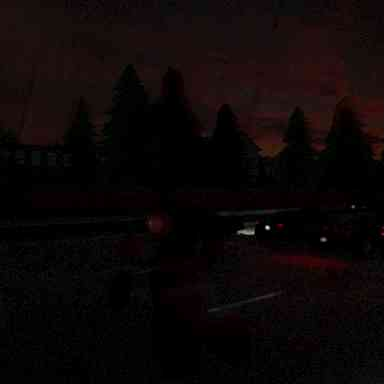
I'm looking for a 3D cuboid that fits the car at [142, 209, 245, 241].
[{"bbox_3d":[0.193,1.547,16.850,5.357,1.411,2.033,0,0,-35],"label":"car"}]

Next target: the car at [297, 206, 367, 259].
[{"bbox_3d":[6.497,1.477,12.725,5.008,1.535,1.882,1,0,-35],"label":"car"}]

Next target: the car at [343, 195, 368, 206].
[{"bbox_3d":[14.559,1.222,27.075,5.566,2.045,2.150,0,0,-35],"label":"car"}]

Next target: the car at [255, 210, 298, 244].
[{"bbox_3d":[4.998,1.562,15.950,4.181,1.385,1.994,0,0,-35],"label":"car"}]

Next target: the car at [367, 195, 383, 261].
[{"bbox_3d":[7.332,1.212,9.031,5.566,2.045,2.150,2,-1,-35],"label":"car"}]
